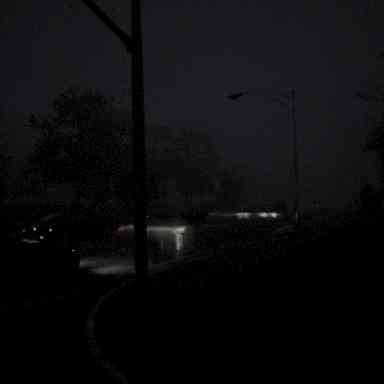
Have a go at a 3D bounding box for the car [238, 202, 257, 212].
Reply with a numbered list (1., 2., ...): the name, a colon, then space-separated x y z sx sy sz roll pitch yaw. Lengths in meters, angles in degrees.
1. car: 8.369 2.157 48.640 2.128 1.511 4.902 -2 -2 33

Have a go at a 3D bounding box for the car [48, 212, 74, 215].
1. car: -8.743 2.053 21.802 1.812 1.442 4.674 -2 -1 34

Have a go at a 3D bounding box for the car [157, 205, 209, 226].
1. car: -0.409 1.918 28.225 1.882 1.535 5.008 -2 -1 32

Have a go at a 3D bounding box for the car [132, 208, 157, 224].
1. car: -3.235 2.147 30.291 1.895 1.301 4.718 -2 -1 32

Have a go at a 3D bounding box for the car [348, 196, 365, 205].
1. car: 38.786 2.289 79.569 2.128 1.511 4.902 -2 -2 42

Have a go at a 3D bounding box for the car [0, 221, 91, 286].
1. car: -5.139 1.729 8.392 1.812 1.442 4.674 -2 -1 36

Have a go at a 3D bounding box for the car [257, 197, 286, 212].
1. car: 11.702 1.791 47.366 2.150 2.045 5.566 -2 -2 32

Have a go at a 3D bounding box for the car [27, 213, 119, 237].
1. car: -6.497 2.022 18.889 1.895 1.301 4.718 -2 -1 34
